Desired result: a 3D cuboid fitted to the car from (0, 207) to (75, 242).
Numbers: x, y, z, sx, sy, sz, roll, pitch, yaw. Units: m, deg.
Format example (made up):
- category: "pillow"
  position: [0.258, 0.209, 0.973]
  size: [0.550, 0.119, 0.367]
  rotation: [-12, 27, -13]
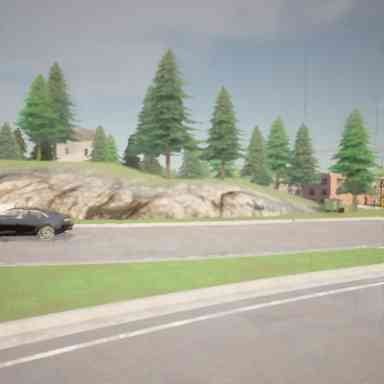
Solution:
- category: "car"
  position: [-8.090, 1.482, 15.633]
  size: [4.902, 1.511, 2.128]
  rotation: [1, 0, -10]
